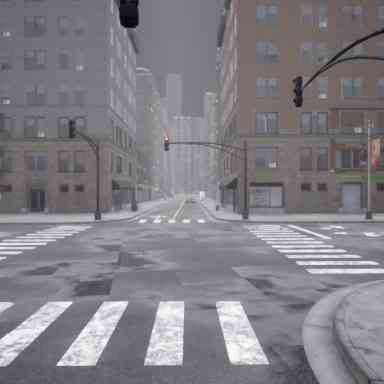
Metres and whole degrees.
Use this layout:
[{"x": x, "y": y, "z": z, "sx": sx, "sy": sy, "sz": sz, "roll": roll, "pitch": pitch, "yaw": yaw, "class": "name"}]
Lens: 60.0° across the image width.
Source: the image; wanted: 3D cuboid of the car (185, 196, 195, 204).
[{"x": -0.306, "y": 1.649, "z": 63.698, "sx": 1.895, "sy": 1.301, "sz": 4.718, "roll": 0, "pitch": 0, "yaw": 0, "class": "car"}]

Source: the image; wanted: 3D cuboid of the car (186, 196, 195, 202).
[{"x": -0.375, "y": 1.484, "z": 73.703, "sx": 1.895, "sy": 1.301, "sz": 4.718, "roll": 0, "pitch": 0, "yaw": 0, "class": "car"}]
